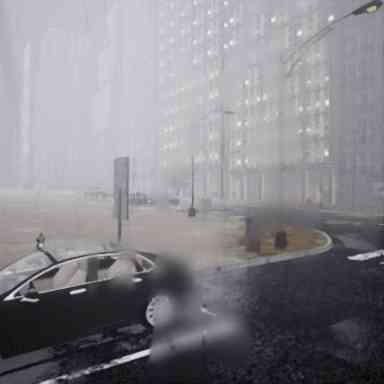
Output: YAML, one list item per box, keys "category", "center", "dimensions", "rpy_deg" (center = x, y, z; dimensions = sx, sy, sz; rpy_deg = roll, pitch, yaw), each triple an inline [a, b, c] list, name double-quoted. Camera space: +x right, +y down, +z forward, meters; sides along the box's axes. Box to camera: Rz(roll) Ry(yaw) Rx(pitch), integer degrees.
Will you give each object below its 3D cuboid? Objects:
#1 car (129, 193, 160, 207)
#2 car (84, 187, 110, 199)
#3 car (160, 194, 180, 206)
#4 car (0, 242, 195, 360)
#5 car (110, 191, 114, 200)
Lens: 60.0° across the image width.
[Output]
- category: "car"
  center: [-6.126, 0.857, 38.964]
  dimensions: [2.128, 1.511, 4.902]
  rpy_deg: [1, 1, -35]
- category: "car"
  center: [-15.425, 0.043, 52.520]
  dimensions: [2.150, 2.045, 5.566]
  rpy_deg: [1, 1, -35]
- category: "car"
  center: [-3.171, 0.964, 40.405]
  dimensions: [1.994, 1.385, 4.181]
  rpy_deg: [1, 1, -35]
- category: "car"
  center: [-2.000, 1.548, 5.283]
  dimensions: [4.403, 1.369, 2.008]
  rpy_deg: [0, 1, -35]
- category: "car"
  center: [-12.779, 0.472, 54.401]
  dimensions: [2.033, 1.411, 5.357]
  rpy_deg: [1, 1, -35]
